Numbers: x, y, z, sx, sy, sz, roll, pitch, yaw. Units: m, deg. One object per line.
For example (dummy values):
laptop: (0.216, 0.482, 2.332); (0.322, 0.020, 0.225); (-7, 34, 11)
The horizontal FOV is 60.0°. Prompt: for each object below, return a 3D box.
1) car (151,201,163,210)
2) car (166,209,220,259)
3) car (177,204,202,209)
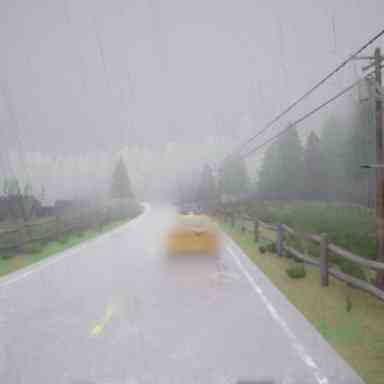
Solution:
car: (-6.113, 2.305, 57.890); (1.837, 1.490, 4.892); (0, 0, -7)
car: (0.042, 1.665, 13.444); (1.882, 1.535, 5.008); (0, 0, 0)
car: (-0.204, 1.729, 27.203); (2.097, 1.767, 4.553); (0, -1, -2)
